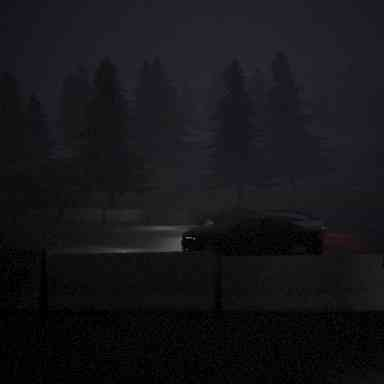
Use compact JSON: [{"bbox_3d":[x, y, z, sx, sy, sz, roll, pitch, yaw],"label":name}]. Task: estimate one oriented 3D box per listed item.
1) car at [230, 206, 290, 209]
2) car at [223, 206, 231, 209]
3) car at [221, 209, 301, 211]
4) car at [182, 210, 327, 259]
[{"bbox_3d":[4.913,1.709,19.118,4.892,1.490,1.837,1,0,-1],"label":"car"},{"bbox_3d":[2.758,1.693,22.586,5.008,1.535,1.882,1,0,-1],"label":"car"},{"bbox_3d":[3.874,1.690,15.602,4.674,1.442,1.812,1,0,-1],"label":"car"},{"bbox_3d":[2.124,1.597,12.075,5.008,1.535,1.882,0,0,-1],"label":"car"}]
